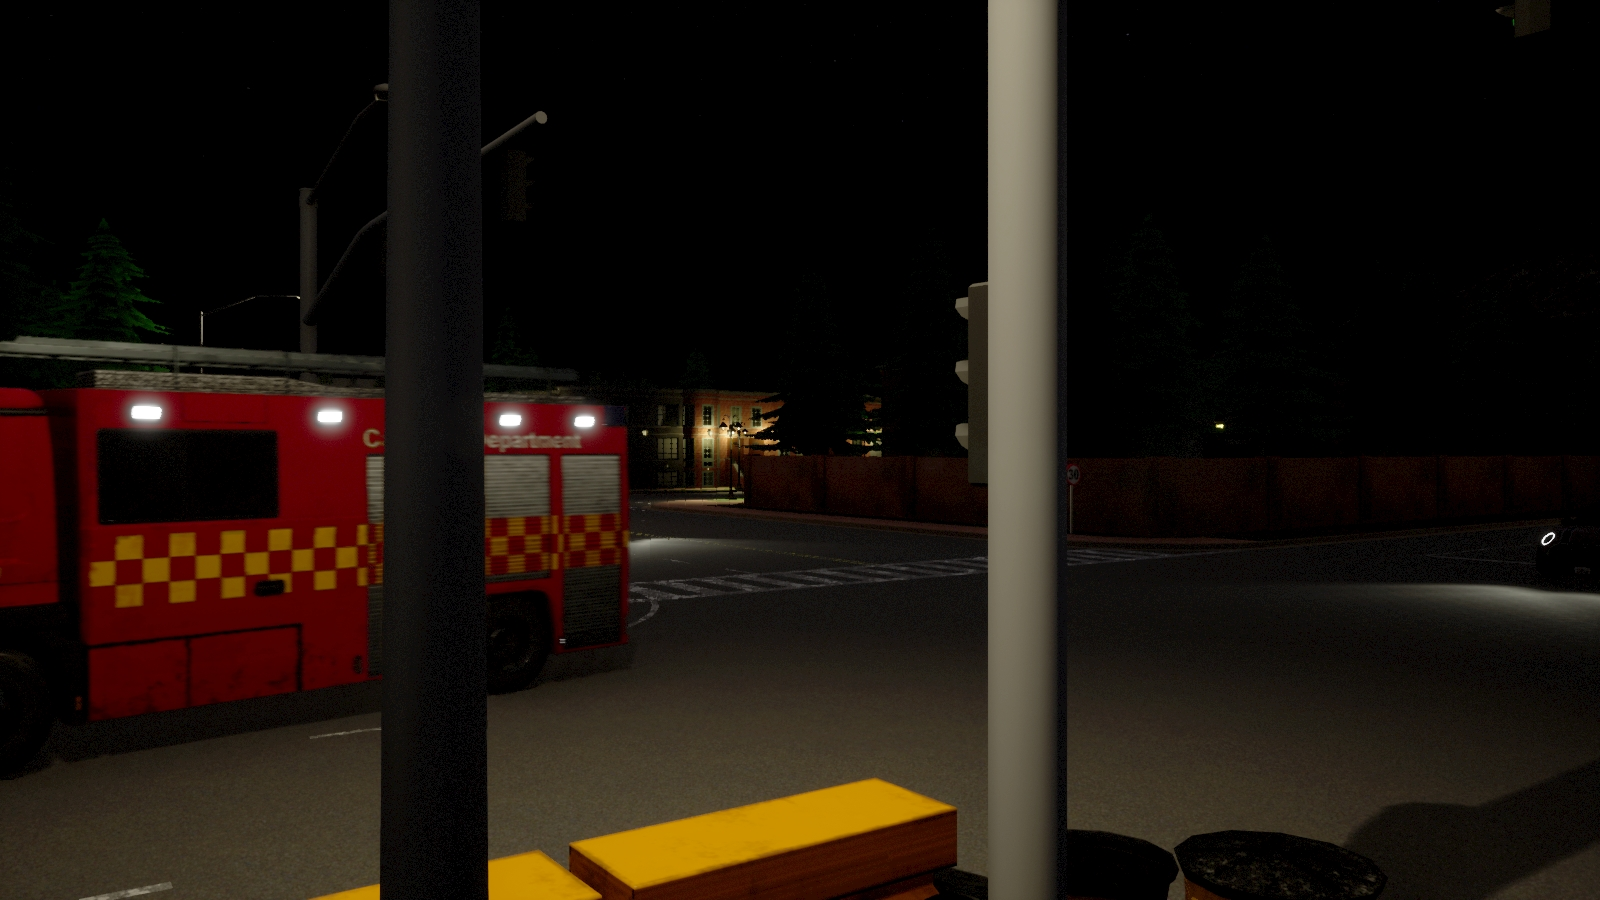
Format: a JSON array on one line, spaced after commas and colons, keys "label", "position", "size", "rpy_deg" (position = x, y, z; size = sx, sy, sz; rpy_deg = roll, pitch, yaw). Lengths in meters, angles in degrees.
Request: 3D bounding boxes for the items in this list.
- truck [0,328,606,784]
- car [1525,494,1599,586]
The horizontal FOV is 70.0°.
[{"label": "truck", "position": [-6.393, 0.890, 11.986], "size": [8.468, 3.827, 2.891], "rpy_deg": [0, 0, -45]}, {"label": "car", "position": [18.010, 1.906, 24.946], "size": [4.553, 1.767, 2.097], "rpy_deg": [0, 0, -35]}]
